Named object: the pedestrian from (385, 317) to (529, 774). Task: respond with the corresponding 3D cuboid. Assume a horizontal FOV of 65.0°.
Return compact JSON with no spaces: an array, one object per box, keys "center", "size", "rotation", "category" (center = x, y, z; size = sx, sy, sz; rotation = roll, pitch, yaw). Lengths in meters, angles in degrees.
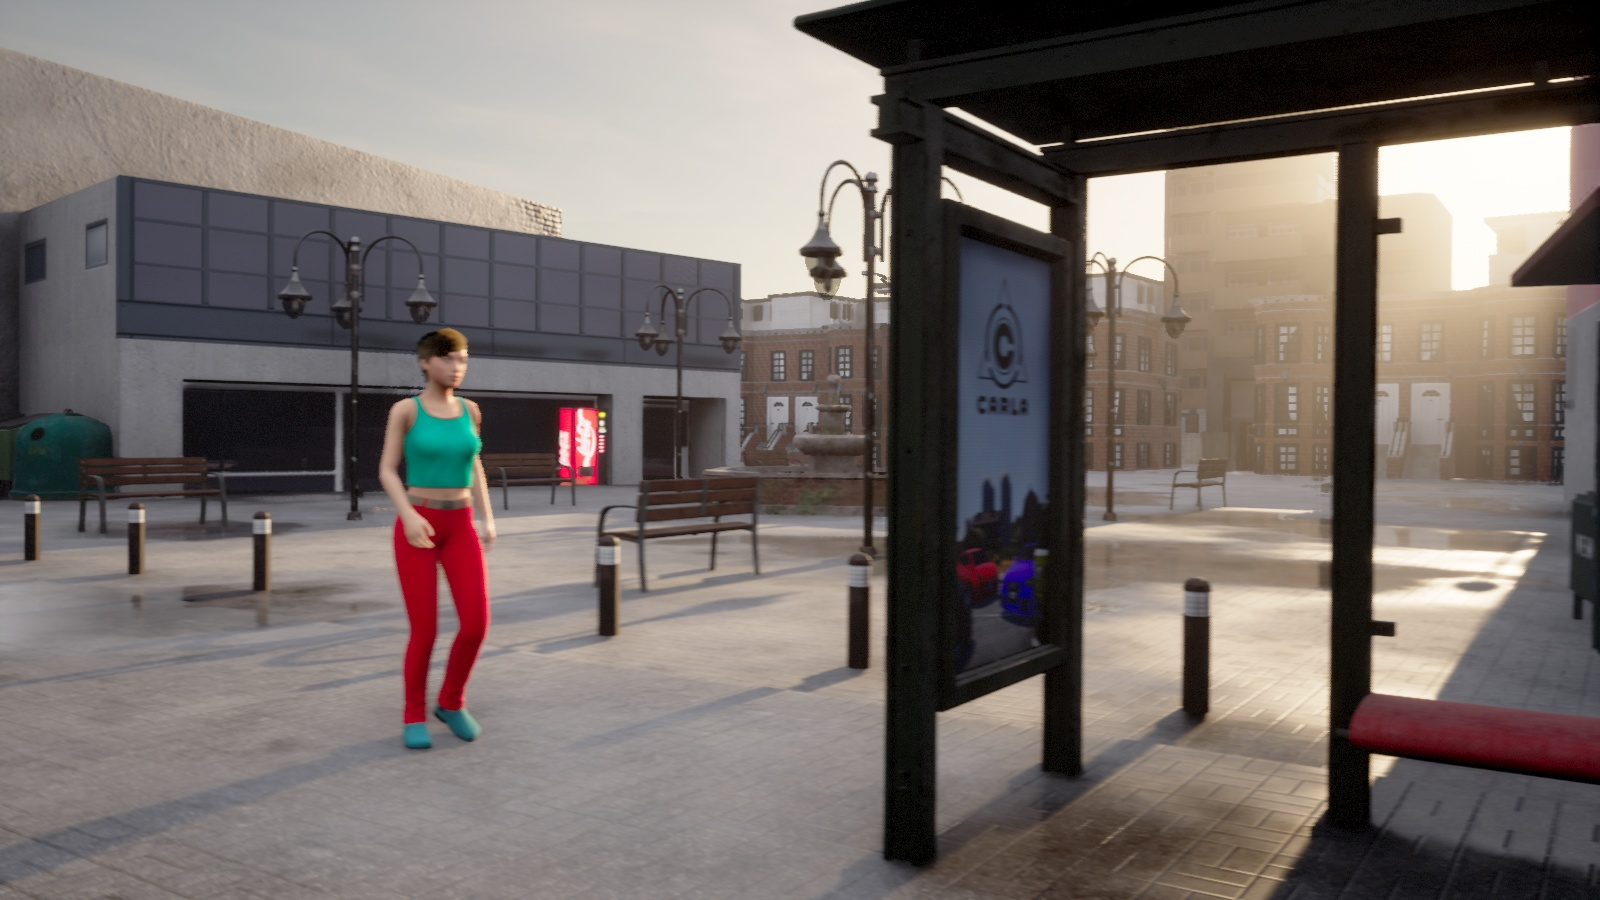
[{"center":[-1.473,0.380,5.372],"size":[0.345,1.836,0.594],"rotation":[-1,1,-41],"category":"pedestrian"}]
